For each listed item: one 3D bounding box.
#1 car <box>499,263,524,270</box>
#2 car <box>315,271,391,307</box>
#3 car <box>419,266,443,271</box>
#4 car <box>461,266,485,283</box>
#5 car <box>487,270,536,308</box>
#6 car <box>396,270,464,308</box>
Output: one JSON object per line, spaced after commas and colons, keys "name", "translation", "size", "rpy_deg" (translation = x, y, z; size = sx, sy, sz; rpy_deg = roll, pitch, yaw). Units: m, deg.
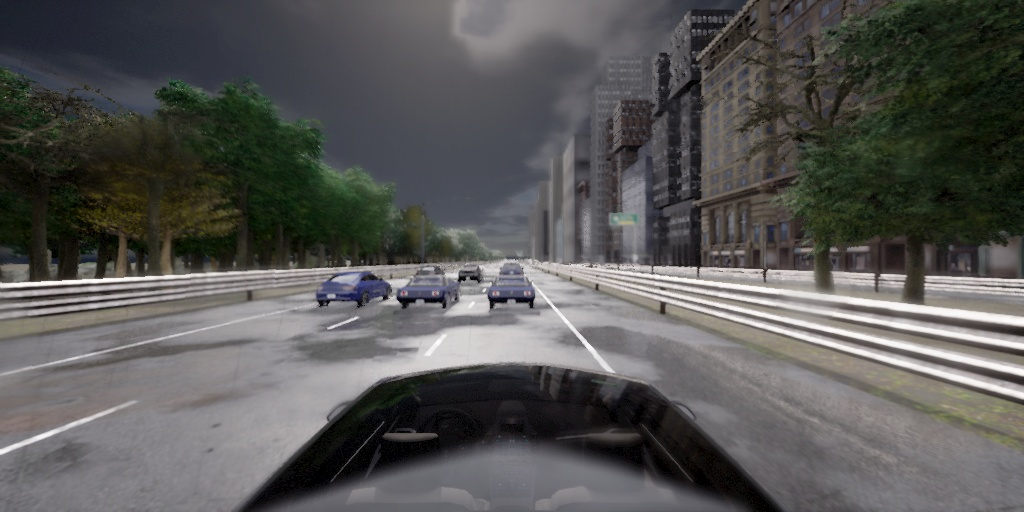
{"name": "car", "translation": [-0.028, 1.396, 30.934], "size": [2.097, 1.767, 4.553], "rpy_deg": [0, -1, 0]}
{"name": "car", "translation": [-7.012, 1.416, 16.218], "size": [1.812, 1.442, 4.674], "rpy_deg": [0, 0, 0]}
{"name": "car", "translation": [-7.017, 1.563, 31.226], "size": [1.812, 1.442, 4.674], "rpy_deg": [1, -1, 0]}
{"name": "car", "translation": [-3.529, 1.557, 31.142], "size": [1.837, 1.490, 4.892], "rpy_deg": [0, 0, 0]}
{"name": "car", "translation": [-0.015, 1.488, 15.955], "size": [1.895, 1.301, 4.718], "rpy_deg": [0, -1, 0]}
{"name": "car", "translation": [-3.514, 1.488, 15.955], "size": [1.895, 1.301, 4.718], "rpy_deg": [0, -1, 0]}
